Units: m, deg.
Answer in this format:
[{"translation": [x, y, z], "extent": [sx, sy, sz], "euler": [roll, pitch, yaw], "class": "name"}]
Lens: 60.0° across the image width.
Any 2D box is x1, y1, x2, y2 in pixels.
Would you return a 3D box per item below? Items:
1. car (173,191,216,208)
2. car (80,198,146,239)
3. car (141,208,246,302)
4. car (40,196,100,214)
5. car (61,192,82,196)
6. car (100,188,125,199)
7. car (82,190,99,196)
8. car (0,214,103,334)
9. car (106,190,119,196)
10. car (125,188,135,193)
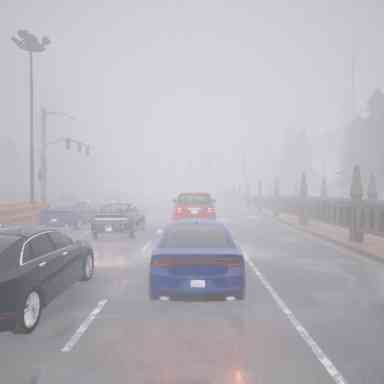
[{"translation": [0.125, 0.978, 18.047], "extent": [2.150, 2.045, 5.566], "euler": [0, 1, 0], "class": "car"}, {"translation": [-3.377, 1.280, 15.964], "extent": [2.128, 1.511, 4.902], "euler": [0, 1, 0], "class": "car"}, {"translation": [0.102, 1.384, 8.177], "extent": [1.882, 1.535, 5.008], "euler": [0, 1, 0], "class": "car"}, {"translation": [-6.867, 1.219, 19.047], "extent": [1.882, 1.535, 5.008], "euler": [0, 1, 0], "class": "car"}, {"translation": [-20.898, 0.699, 56.599], "extent": [1.812, 1.442, 4.674], "euler": [0, 1, 1], "class": "car"}, {"translation": [-13.895, 0.369, 58.341], "extent": [2.150, 2.045, 5.566], "euler": [0, 1, 0], "class": "car"}, {"translation": [-20.787, 0.379, 66.252], "extent": [2.097, 1.767, 4.553], "euler": [0, 1, 0], "class": "car"}, {"translation": [-3.400, 1.435, 6.591], "extent": [1.837, 1.490, 4.892], "euler": [0, 1, 0], "class": "car"}, {"translation": [-20.708, 0.252, 87.081], "extent": [2.033, 1.411, 5.357], "euler": [0, 1, 0], "class": "car"}, {"translation": [-13.778, 0.216, 68.663], "extent": [2.150, 2.045, 5.566], "euler": [0, 1, 0], "class": "car"}]
